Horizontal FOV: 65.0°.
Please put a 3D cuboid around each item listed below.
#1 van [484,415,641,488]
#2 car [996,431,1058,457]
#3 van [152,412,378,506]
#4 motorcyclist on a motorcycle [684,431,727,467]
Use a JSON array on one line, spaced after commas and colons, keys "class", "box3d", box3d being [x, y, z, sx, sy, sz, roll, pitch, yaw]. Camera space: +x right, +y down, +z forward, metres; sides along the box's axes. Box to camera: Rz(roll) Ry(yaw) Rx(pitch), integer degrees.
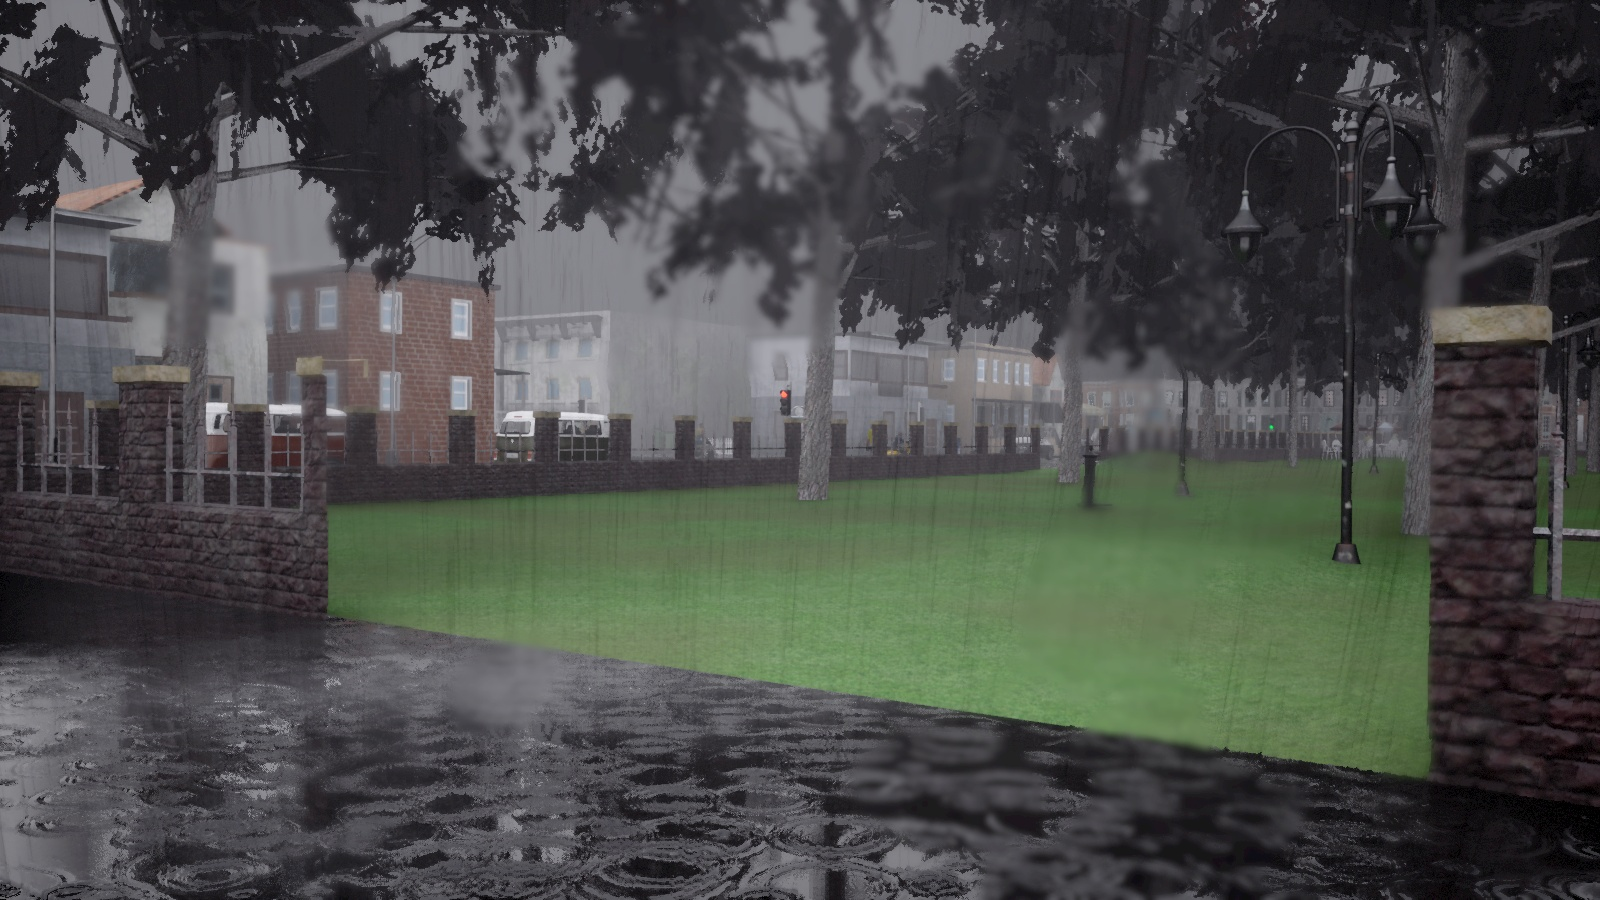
[{"class": "van", "box3d": [-7.002, 0.007, 37.457, 2.069, 2.038, 4.480, 0, 1, 33]}, {"class": "car", "box3d": [13.397, -0.373, 73.902, 1.812, 1.442, 4.674, 0, 1, 35]}, {"class": "van", "box3d": [-12.479, 0.164, 29.562, 2.069, 2.038, 4.480, 0, 1, 33]}, {"class": "motorcyclist on a motorcycle", "box3d": [-4.330, -0.061, 57.479, 1.817, 1.590, 0.866, 0, 2, 39]}]
